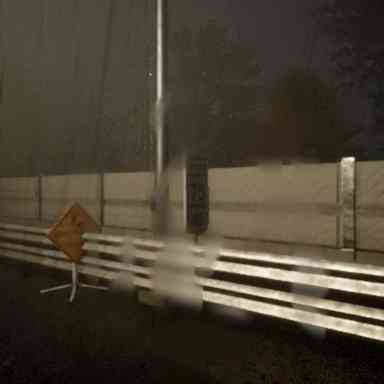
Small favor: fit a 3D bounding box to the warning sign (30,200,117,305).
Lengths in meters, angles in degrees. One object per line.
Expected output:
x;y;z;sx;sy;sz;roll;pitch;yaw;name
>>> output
-2.401;1.107;6.833;1.060;1.860;1.300;0;0;35;warning sign
